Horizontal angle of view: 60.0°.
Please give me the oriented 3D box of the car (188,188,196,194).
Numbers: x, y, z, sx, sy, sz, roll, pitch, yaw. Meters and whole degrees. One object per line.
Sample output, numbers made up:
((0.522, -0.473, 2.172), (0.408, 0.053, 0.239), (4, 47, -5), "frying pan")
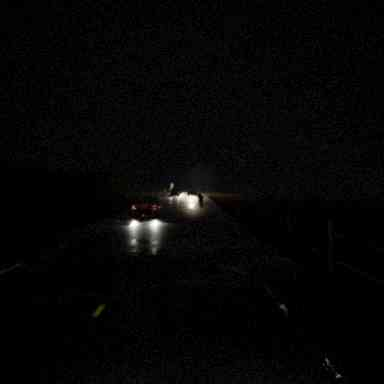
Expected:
((0.027, -0.271, 90.183), (2.128, 1.511, 4.902), (0, 1, 0), "car")

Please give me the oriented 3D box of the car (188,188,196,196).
((0.022, 0.068, 75.178), (1.837, 1.490, 4.892), (0, 1, 0), "car")

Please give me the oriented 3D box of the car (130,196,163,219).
((-3.582, 1.131, 26.786), (2.097, 1.767, 4.553), (0, 1, 0), "car")

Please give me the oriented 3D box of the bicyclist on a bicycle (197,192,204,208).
((0.976, 1.071, 35.462), (0.582, 1.620, 1.656), (0, 1, 0), "bicyclist on a bicycle")

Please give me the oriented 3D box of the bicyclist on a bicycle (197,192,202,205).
((0.979, 0.858, 44.436), (0.582, 1.620, 1.656), (0, 1, 0), "bicyclist on a bicycle")

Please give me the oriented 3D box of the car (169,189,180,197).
((-3.480, 0.197, 67.678), (1.837, 1.490, 4.892), (0, 2, 0), "car")
